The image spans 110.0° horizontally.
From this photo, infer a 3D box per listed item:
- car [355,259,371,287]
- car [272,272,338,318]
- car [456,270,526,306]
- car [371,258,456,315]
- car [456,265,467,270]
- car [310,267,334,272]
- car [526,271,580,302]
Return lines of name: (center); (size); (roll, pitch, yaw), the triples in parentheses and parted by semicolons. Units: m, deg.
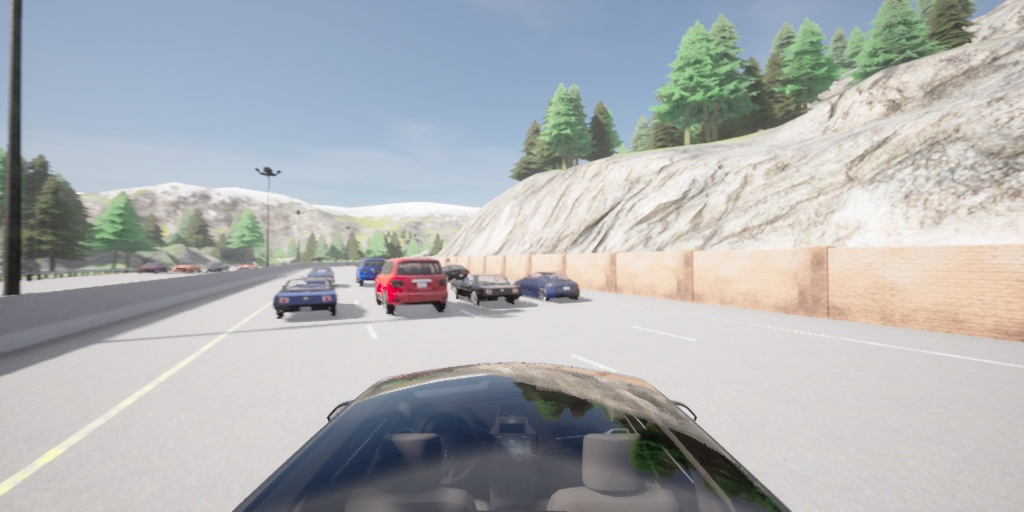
car: (-10.904, 1.225, 28.036); (2.150, 2.045, 5.566); (0, 0, -26)
car: (-7.668, 1.462, 13.661); (1.895, 1.301, 4.718); (0, -1, -26)
car: (-1.395, 1.498, 16.768); (1.895, 1.301, 4.718); (0, -1, -26)
car: (-4.235, 1.098, 14.607); (2.150, 2.045, 5.566); (0, 0, -26)
car: (-5.373, 1.528, 32.669); (1.882, 1.535, 5.008); (0, 0, -26)
car: (-14.025, 1.529, 26.452); (2.033, 1.411, 5.357); (0, -1, -26)
car: (1.661, 1.481, 18.491); (1.994, 1.385, 4.181); (0, -1, -26)
